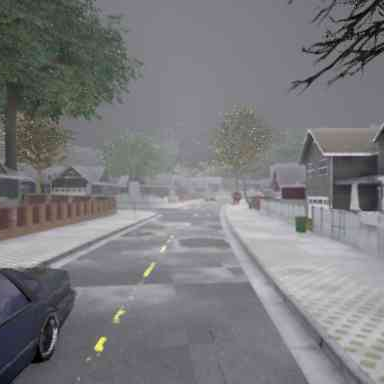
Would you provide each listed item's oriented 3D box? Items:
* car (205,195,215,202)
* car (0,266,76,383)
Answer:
[{"bbox_3d":[4.050,1.434,74.554,1.882,1.535,5.008,0,0,10],"label":"car"},{"bbox_3d":[-2.817,1.553,3.164,2.033,1.411,5.357,0,0,0],"label":"car"}]
